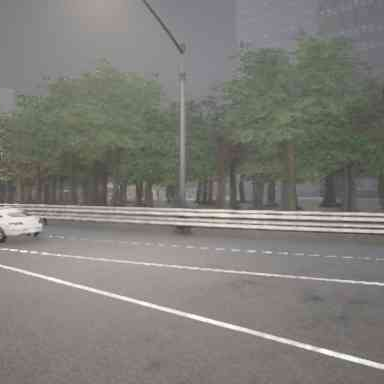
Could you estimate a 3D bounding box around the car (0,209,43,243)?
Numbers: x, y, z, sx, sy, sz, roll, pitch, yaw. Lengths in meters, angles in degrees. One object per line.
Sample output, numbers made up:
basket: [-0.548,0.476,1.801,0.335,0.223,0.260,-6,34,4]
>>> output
car: [-9.298,1.540,16.175,4.674,1.442,1.812,0,0,27]
